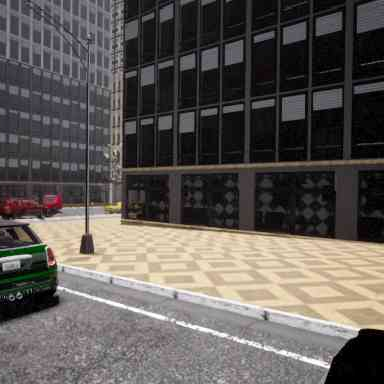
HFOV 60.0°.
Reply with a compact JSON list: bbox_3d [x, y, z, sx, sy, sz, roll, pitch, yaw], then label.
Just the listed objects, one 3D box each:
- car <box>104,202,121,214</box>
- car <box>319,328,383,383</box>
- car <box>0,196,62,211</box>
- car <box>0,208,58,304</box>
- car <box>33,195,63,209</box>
[{"bbox_3d":[-8.099,1.830,39.337,1.752,1.417,4.829,1,0,37],"label":"car"},{"bbox_3d":[3.014,1.601,1.530,4.718,1.301,1.895,0,0,36],"label":"car"},{"bbox_3d":[-14.913,1.519,30.138,2.192,1.841,5.009,1,0,37],"label":"car"},{"bbox_3d":[-4.984,1.348,7.248,4.553,1.767,2.097,0,0,36],"label":"car"},{"bbox_3d":[-17.151,1.368,36.824,2.150,2.045,5.566,1,0,37],"label":"car"}]
